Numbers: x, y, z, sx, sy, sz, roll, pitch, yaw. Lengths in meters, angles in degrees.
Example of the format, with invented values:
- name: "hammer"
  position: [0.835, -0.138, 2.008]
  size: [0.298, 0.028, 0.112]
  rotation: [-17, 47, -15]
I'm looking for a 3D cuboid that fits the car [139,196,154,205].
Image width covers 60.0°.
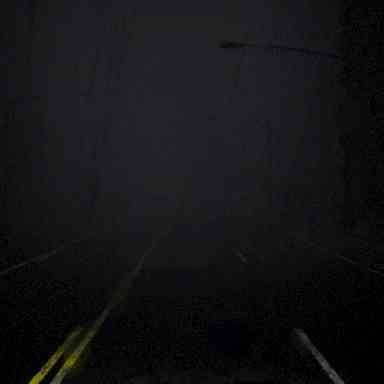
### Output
- name: "car"
  position: [-7.082, 1.316, 52.479]
  size: [2.033, 1.411, 5.357]
  rotation: [0, 0, 0]

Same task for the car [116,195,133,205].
- name: "car"
  position: [-10.579, 1.273, 52.457]
  size: [1.837, 1.490, 4.892]
  rotation: [0, 0, 0]
